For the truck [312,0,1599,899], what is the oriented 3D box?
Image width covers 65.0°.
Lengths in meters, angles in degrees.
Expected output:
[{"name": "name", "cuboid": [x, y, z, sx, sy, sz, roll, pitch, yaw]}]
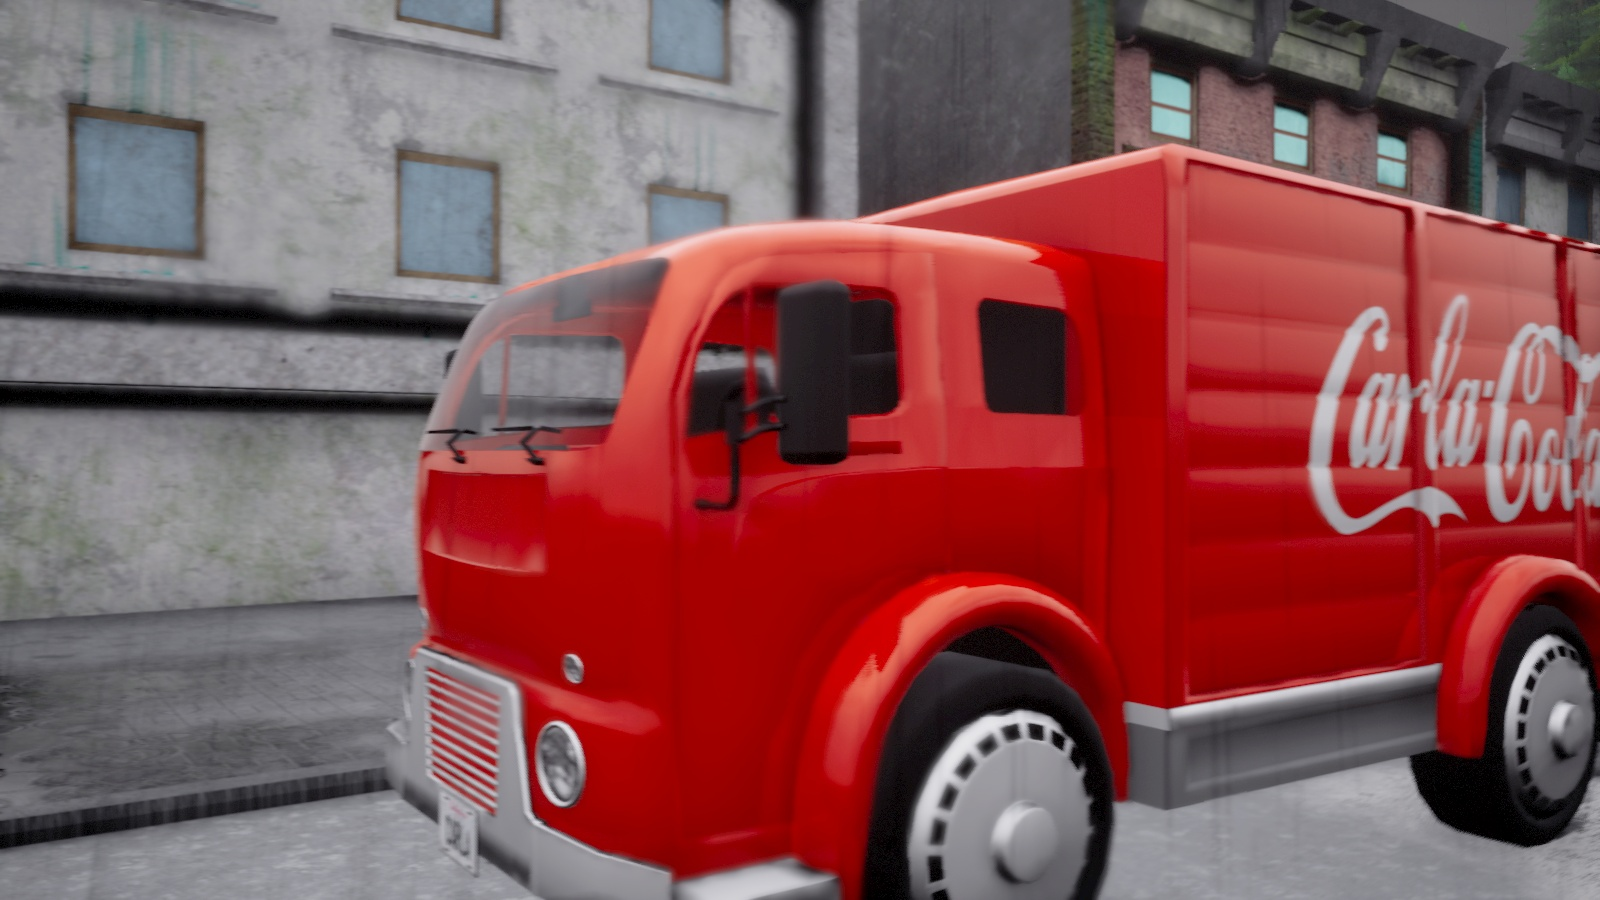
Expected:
[{"name": "truck", "cuboid": [1.091, 0.268, 5.032, 5.204, 2.467, 2.627, 0, 0, -35]}]
